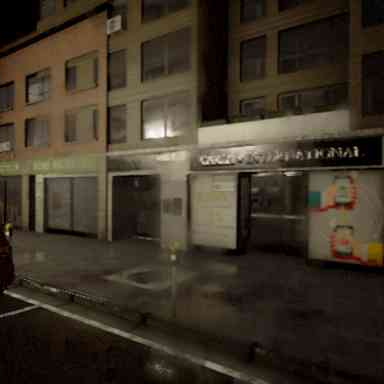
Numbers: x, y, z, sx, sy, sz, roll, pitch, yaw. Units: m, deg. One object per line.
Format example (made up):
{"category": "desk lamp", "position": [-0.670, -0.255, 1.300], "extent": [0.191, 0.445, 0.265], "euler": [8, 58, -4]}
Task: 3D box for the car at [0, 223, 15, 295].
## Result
{"category": "car", "position": [-5.831, 1.310, 7.225], "extent": [5.009, 1.841, 2.192], "euler": [0, 1, 35]}
